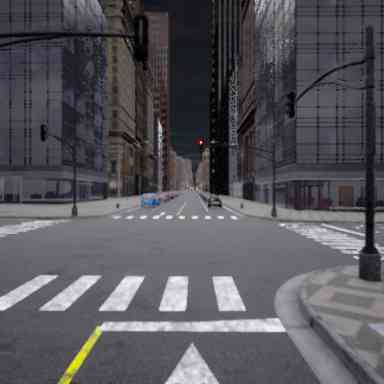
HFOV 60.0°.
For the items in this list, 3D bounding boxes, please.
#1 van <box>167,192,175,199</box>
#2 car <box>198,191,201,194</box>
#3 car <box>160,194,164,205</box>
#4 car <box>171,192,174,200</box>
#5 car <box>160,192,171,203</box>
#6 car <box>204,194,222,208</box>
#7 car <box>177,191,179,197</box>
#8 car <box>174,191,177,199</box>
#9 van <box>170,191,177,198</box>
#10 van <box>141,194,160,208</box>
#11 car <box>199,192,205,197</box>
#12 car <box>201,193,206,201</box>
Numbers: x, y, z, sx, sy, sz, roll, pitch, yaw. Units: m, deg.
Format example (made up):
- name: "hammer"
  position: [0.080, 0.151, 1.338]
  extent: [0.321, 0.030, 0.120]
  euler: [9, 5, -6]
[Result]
- name: "van"
  position: [-5.299, 0.847, 82.777]
  extent: [1.690, 1.788, 3.998]
  euler: [0, 0, 0]
- name: "car"
  position: [3.266, 1.048, 88.366]
  extent: [1.802, 1.307, 4.206]
  euler: [0, 0, 0]
- name: "car"
  position: [-5.555, 1.319, 48.887]
  extent: [1.802, 1.307, 4.206]
  euler: [0, 0, 0]
- name: "car"
  position: [-5.427, 0.943, 65.831]
  extent: [2.192, 1.841, 5.009]
  euler: [0, 0, 0]
- name: "car"
  position: [-5.469, 1.105, 60.183]
  extent: [1.967, 1.590, 4.097]
  euler: [0, 0, 0]
- name: "car"
  position: [2.928, 1.338, 43.175]
  extent: [1.947, 1.339, 4.313]
  euler: [0, 0, 0]
- name: "car"
  position: [-5.258, 1.009, 88.426]
  extent: [1.887, 1.381, 4.507]
  euler: [0, 0, 0]
- name: "car"
  position: [-5.342, 0.863, 77.128]
  extent: [2.192, 1.841, 5.009]
  euler: [0, 0, 0]
- name: "van"
  position: [-5.214, 0.763, 94.073]
  extent: [1.690, 1.788, 3.998]
  euler: [0, 0, 0]
- name: "van"
  position: [-5.597, 1.112, 43.237]
  extent: [1.690, 1.788, 3.998]
  euler: [0, 0, 0]
- name: "car"
  position: [3.139, 1.135, 71.419]
  extent: [1.887, 1.381, 4.507]
  euler: [0, 0, 0]
- name: "car"
  position: [3.054, 1.249, 60.122]
  extent: [1.802, 1.307, 4.206]
  euler: [0, 0, 0]
